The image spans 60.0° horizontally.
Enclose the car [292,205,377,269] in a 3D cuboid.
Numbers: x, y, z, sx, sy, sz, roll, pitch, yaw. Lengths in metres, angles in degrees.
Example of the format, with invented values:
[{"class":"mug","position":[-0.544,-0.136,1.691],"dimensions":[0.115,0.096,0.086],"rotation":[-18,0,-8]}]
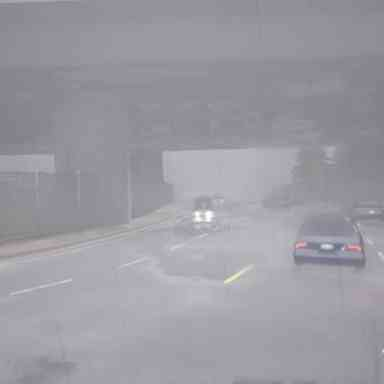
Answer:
[{"class":"car","position":[4.257,1.342,10.451],"dimensions":[2.033,1.411,5.357],"rotation":[-1,1,22]}]

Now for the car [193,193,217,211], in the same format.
[{"class":"car","position":[1.205,1.124,35.690],"dimensions":[2.128,1.511,4.902],"rotation":[-1,0,1]}]

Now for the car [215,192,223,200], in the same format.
[{"class":"car","position":[5.025,0.789,65.248],"dimensions":[1.812,1.442,4.674],"rotation":[-1,1,0]}]

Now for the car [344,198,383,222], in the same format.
[{"class":"car","position":[10.717,1.088,21.054],"dimensions":[1.994,1.385,4.181],"rotation":[-1,1,11]}]

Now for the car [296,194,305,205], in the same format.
[{"class":"car","position":[11.932,0.858,40.121],"dimensions":[2.033,1.411,5.357],"rotation":[-1,1,1]}]

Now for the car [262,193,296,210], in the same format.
[{"class":"car","position":[8.365,1.015,33.363],"dimensions":[2.033,1.411,5.357],"rotation":[-1,1,1]}]
